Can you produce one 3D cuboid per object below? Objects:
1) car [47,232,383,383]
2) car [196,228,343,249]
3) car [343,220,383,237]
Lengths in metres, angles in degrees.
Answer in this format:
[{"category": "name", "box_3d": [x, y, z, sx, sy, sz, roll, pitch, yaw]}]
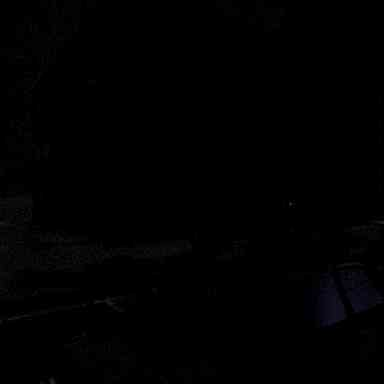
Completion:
[{"category": "car", "box_3d": [1.172, 1.547, 4.223, 5.357, 1.411, 2.033, 0, 0, -36]}, {"category": "car", "box_3d": [1.141, 1.545, 7.359, 4.507, 1.381, 1.887, 0, 0, -36]}, {"category": "car", "box_3d": [5.632, 1.581, 10.577, 4.206, 1.307, 1.802, 0, 0, -36]}]
